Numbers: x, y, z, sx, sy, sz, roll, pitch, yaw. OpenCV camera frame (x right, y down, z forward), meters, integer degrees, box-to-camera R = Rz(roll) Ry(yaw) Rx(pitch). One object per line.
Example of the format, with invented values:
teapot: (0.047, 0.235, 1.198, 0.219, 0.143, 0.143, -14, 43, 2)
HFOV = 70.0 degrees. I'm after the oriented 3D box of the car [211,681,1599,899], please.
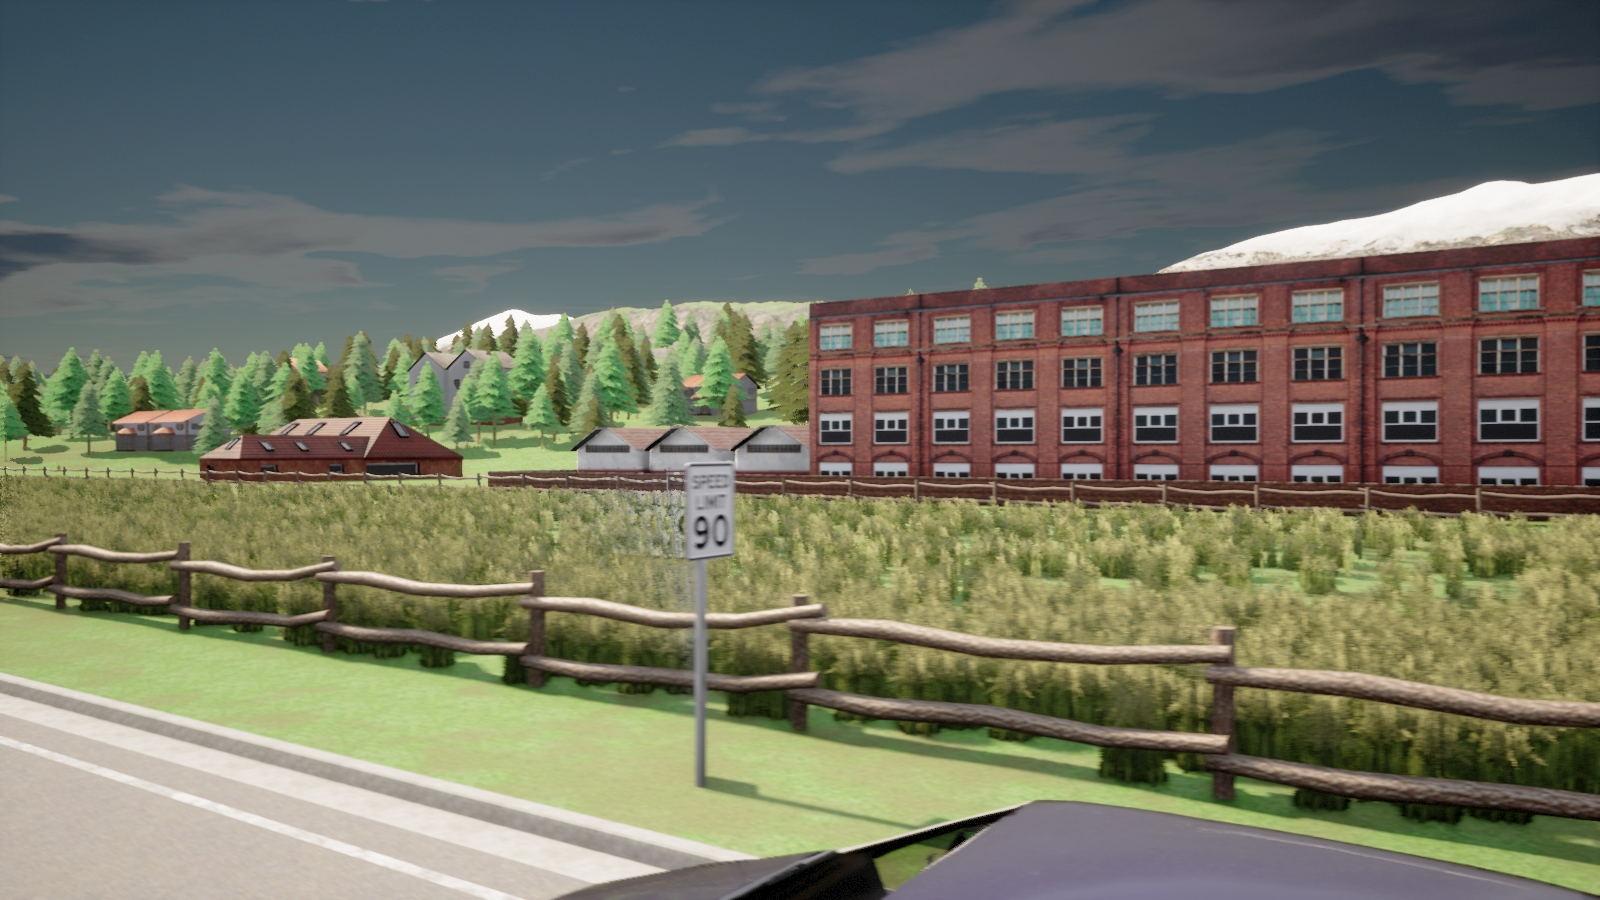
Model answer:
car: (0.597, 1.969, 3.414, 4.611, 1.667, 2.242, 0, 0, 34)
